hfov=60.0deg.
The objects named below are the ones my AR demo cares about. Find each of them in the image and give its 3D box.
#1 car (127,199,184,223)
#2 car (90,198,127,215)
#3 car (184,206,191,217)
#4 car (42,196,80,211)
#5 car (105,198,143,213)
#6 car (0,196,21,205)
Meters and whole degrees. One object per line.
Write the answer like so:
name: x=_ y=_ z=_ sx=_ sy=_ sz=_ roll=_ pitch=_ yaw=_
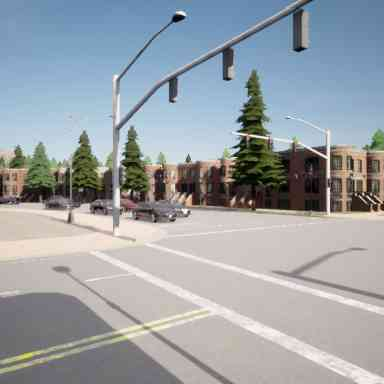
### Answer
car: x=-3.000 y=1.505 z=26.015 sx=1.837 sy=1.490 sz=4.892 roll=0 pitch=0 yaw=-36
car: x=-8.646 y=1.492 z=33.415 sx=2.128 sy=1.511 sz=4.902 roll=0 pitch=0 yaw=-39
car: x=-2.045 y=1.491 z=30.563 sx=2.128 sy=1.511 sz=4.902 roll=0 pitch=0 yaw=-37
car: x=-16.260 y=1.526 z=40.892 sx=4.674 sy=1.442 sz=1.812 roll=0 pitch=0 yaw=37
car: x=-7.844 y=1.478 z=37.861 sx=1.882 sy=1.535 sz=5.008 roll=0 pitch=0 yaw=-43
car: x=-32.922 y=1.492 z=58.961 sx=4.902 sy=1.511 sz=2.128 roll=0 pitch=0 yaw=9
